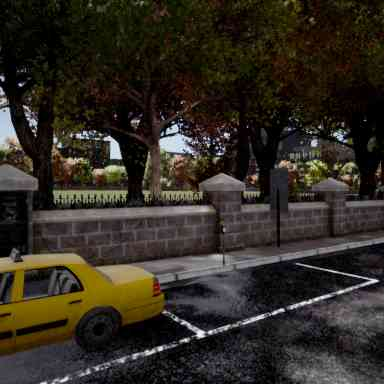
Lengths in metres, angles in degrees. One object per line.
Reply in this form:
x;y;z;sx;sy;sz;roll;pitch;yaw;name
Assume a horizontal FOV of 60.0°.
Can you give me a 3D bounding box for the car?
-2.735;1.525;4.609;4.829;1.417;1.752;0;0;-35;car
